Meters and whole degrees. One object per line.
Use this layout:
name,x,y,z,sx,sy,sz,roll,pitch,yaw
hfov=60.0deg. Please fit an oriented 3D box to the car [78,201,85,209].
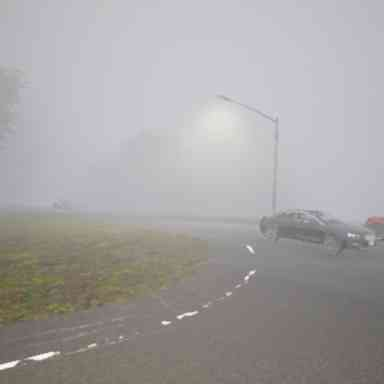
car,-22.378,2.451,65.080,1.882,1.535,5.008,5,-3,-35

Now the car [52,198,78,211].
car,-18.247,1.673,47.026,2.097,1.767,4.553,5,-3,-35

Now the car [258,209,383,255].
car,4.974,1.500,13.814,2.128,1.511,4.902,4,-1,-35
